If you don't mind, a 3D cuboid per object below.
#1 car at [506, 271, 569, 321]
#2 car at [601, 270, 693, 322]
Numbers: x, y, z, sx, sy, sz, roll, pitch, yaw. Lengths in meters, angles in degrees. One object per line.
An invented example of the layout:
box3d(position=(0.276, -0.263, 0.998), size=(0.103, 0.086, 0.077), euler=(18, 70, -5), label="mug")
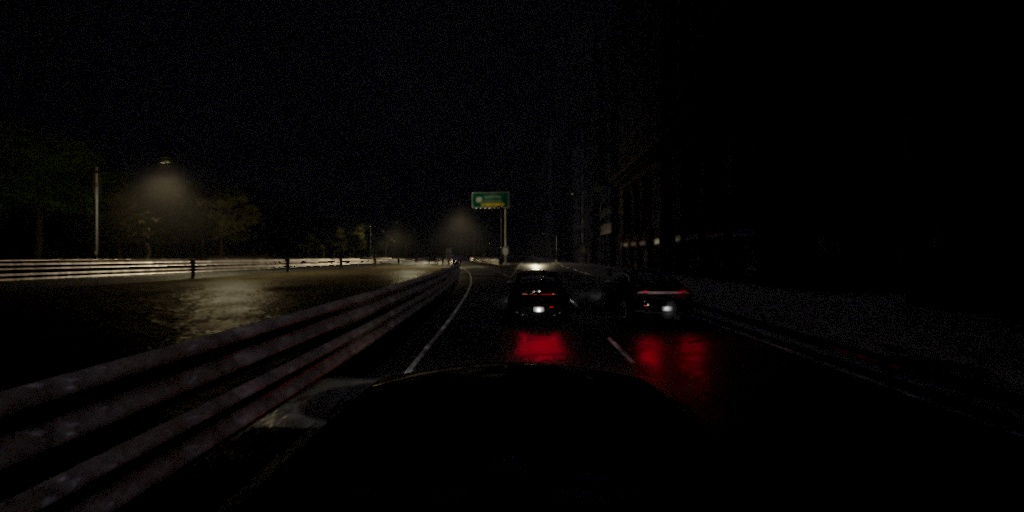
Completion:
box3d(position=(0.850, 1.235, 12.415), size=(1.837, 1.490, 4.892), euler=(0, 0, 2), label="car")
box3d(position=(4.341, 1.221, 12.207), size=(2.128, 1.511, 4.902), euler=(0, 0, 2), label="car")
